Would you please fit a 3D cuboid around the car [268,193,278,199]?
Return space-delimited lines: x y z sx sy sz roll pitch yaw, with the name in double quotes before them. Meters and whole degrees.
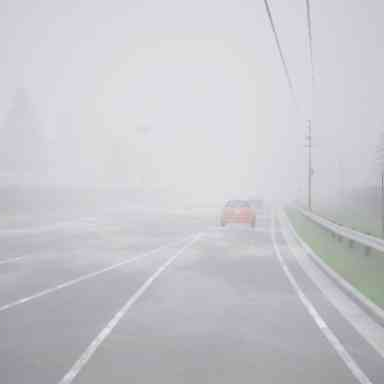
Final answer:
"car" 20.587 1.082 86.755 1.812 1.442 4.674 0 0 20

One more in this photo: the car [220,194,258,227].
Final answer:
"car" 3.107 1.234 21.863 2.097 1.767 4.553 0 0 11

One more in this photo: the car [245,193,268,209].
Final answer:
"car" 7.772 1.267 40.681 1.882 1.535 5.008 0 0 17

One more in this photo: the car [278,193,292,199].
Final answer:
"car" 23.869 1.101 85.541 1.812 1.442 4.674 0 0 20

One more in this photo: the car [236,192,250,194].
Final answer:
"car" 13.877 1.021 88.792 1.837 1.490 4.892 0 0 20
